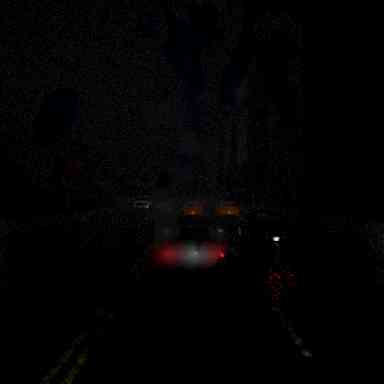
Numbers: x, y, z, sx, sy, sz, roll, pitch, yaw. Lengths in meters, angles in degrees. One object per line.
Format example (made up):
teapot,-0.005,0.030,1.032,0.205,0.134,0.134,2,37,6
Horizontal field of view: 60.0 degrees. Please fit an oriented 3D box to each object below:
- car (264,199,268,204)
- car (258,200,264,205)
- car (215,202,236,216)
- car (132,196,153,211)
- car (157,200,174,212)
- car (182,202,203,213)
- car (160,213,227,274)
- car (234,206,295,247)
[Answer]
car,16.365,1.954,62.741,4.206,1.307,1.802,0,-1,0
car,16.357,2.036,70.765,4.313,1.339,1.947,0,-1,0
car,3.332,1.691,32.088,1.882,1.535,5.008,0,0,0
car,-6.596,1.514,45.157,2.150,2.045,5.566,0,0,0
car,-3.350,1.807,43.174,1.812,1.442,4.674,0,0,0
car,0.082,1.691,32.057,1.882,1.535,5.008,0,0,0
car,0.062,1.622,10.777,2.033,1.411,5.357,0,0,0
car,3.332,1.611,15.520,1.837,1.490,4.892,0,0,0
